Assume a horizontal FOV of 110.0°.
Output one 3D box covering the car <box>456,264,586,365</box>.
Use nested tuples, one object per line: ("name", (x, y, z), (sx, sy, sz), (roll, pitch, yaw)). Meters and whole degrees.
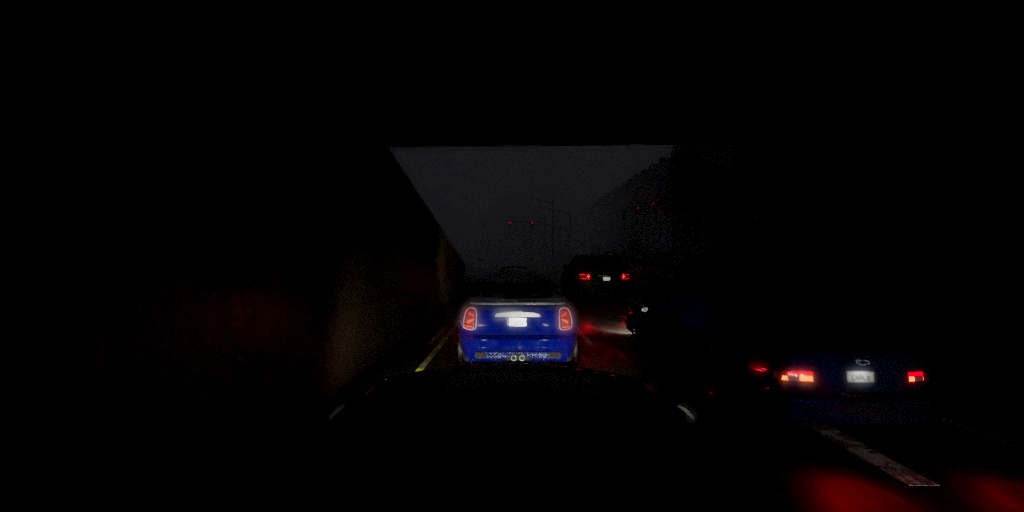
("car", (0.108, 1.102, 7.984), (2.097, 1.767, 4.553), (0, 0, 0))

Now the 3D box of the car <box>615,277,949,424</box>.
("car", (3.612, 1.297, 6.212), (2.033, 1.411, 5.357), (0, 0, 0))

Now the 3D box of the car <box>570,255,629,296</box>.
("car", (3.649, 0.971, 16.458), (2.150, 2.045, 5.566), (0, 0, 0))
